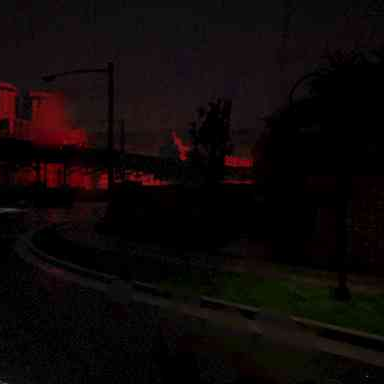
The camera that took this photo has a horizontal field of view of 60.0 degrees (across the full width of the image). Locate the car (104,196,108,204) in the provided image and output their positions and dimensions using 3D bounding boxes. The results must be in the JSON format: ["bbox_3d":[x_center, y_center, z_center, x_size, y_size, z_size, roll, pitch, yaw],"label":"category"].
[{"bbox_3d":[-11.188,0.857,50.818,2.097,1.767,4.553,0,1,37],"label":"car"}]

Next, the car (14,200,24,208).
[{"bbox_3d":[-19.066,1.187,40.392,1.812,1.442,4.674,0,1,37],"label":"car"}]

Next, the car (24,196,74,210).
[{"bbox_3d":[-16.115,1.168,38.487,2.128,1.511,4.902,0,1,37],"label":"car"}]
